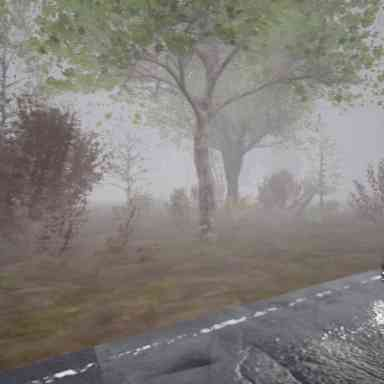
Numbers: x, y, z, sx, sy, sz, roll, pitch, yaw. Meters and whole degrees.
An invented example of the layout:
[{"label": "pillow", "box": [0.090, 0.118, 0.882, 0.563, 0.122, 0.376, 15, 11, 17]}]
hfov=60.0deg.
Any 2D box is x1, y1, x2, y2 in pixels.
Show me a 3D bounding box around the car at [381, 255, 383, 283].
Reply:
[{"label": "car", "box": [6.470, 1.483, 8.054, 4.902, 1.511, 2.128, 0, 0, -35]}]
